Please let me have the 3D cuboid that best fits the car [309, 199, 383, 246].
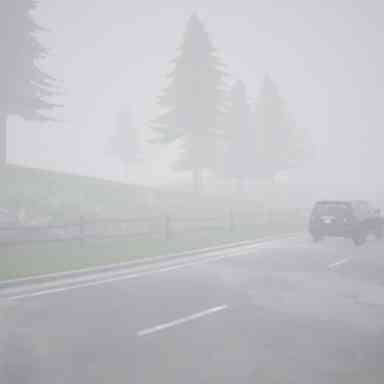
[{"bbox_3d":[7.803,1.384,16.498,2.150,2.045,5.566,-1,-1,44],"label":"car"}]
